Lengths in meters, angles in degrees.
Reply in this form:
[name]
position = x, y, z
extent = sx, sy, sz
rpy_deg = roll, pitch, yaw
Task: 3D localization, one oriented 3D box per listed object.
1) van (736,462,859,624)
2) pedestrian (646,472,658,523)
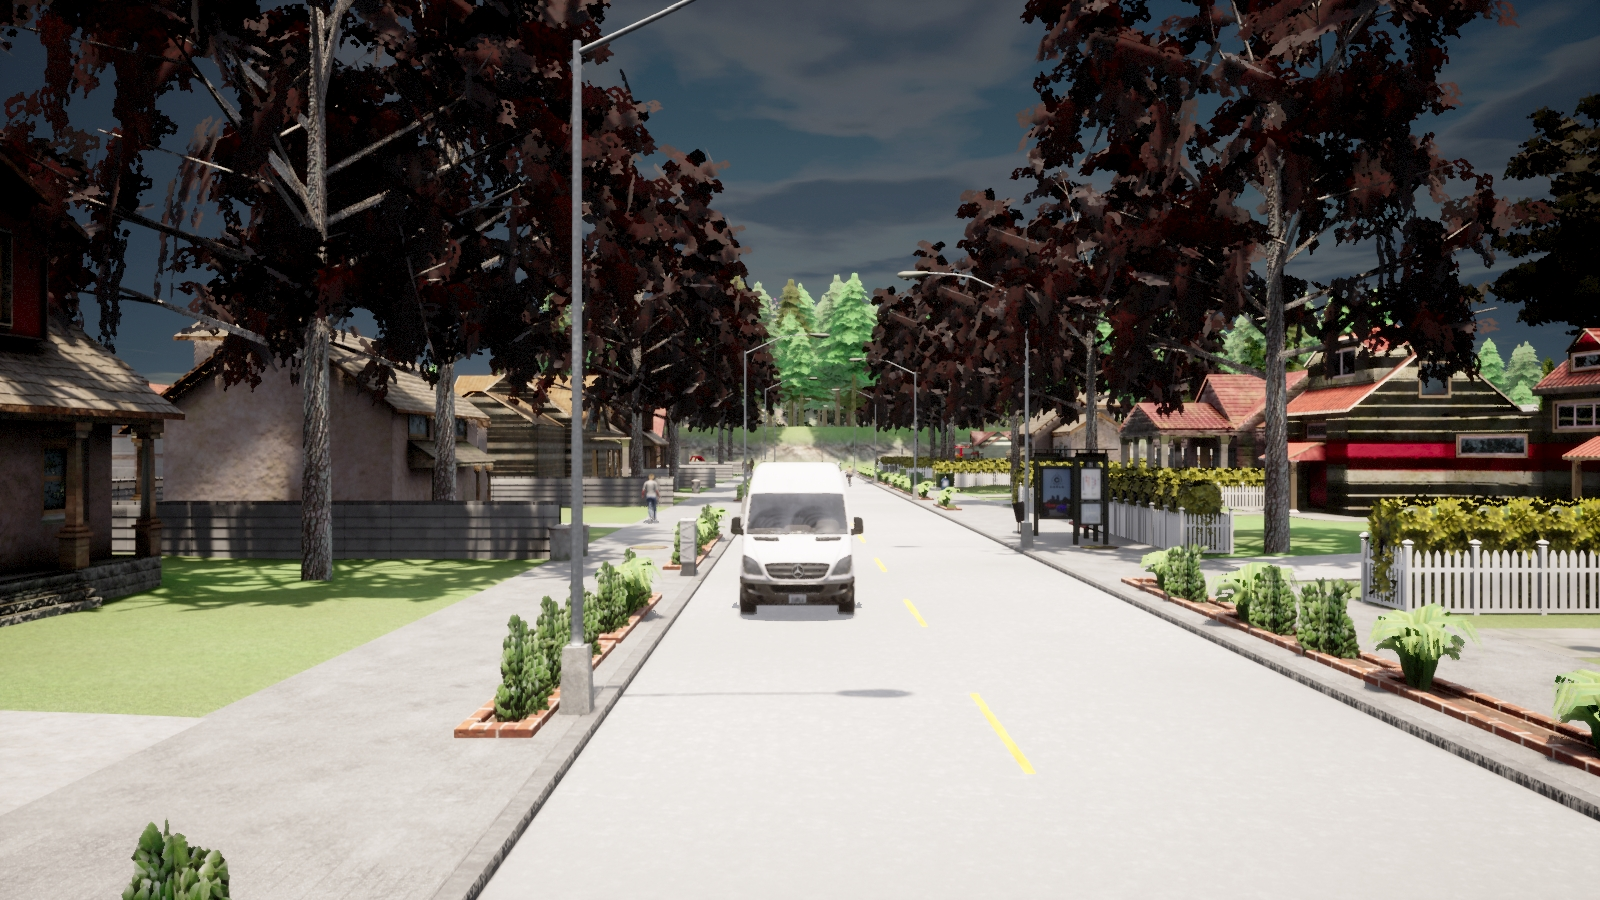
[van]
position = -0.043, 1.534, 21.404
extent = 1.988, 2.561, 5.915
rpy_deg = 0, 0, 0
[pedestrian]
position = -5.481, 1.743, 42.252
extent = 0.375, 1.860, 0.375
rpy_deg = 0, 0, 2
